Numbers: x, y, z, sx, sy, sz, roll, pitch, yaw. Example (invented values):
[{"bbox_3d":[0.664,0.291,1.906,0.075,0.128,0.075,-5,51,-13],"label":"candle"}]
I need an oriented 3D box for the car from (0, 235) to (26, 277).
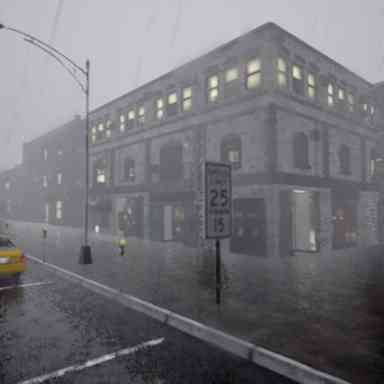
[{"bbox_3d":[-6.838,1.926,10.884,1.752,1.417,4.829,3,-4,-41],"label":"car"}]
